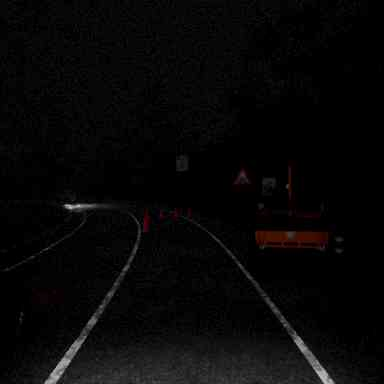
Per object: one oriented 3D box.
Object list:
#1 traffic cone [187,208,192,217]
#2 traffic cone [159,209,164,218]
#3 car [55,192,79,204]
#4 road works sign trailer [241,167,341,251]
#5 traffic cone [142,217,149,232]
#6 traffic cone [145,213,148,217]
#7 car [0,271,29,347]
[{"bbox_3d":[-0.152,1.406,22.840,0.340,0.580,0.340,-1,2,-2],"label":"traffic cone"},{"bbox_3d":[-2.074,1.456,22.520,0.340,0.580,0.340,-1,2,-6],"label":"traffic cone"},{"bbox_3d":[-16.443,0.799,43.627,2.128,1.511,4.902,-5,3,-39],"label":"car"},{"bbox_3d":[2.903,0.637,9.864,2.380,2.880,3.560,-1,2,17],"label":"road works sign trailer"},{"bbox_3d":[-2.315,1.651,16.456,0.340,0.580,0.340,-1,2,-7],"label":"traffic cone"},{"bbox_3d":[-2.565,1.595,18.438,0.340,0.580,0.340,-1,2,-7],"label":"traffic cone"},{"bbox_3d":[-3.501,1.551,3.507,1.994,1.385,4.181,0,0,-2],"label":"car"}]
